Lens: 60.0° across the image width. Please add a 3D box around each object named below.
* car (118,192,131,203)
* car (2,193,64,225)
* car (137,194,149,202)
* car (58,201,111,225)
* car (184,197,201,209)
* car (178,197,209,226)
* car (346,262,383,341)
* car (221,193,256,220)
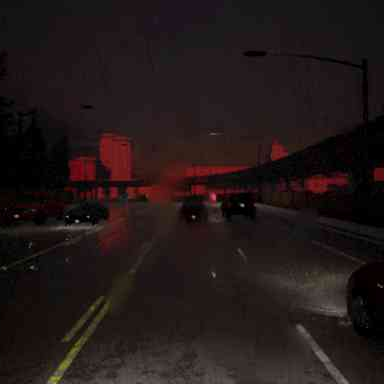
[{"bbox_3d":[-13.041,0.989,64.093,2.150,2.045,5.566,0,-1,-12],"label":"car"},{"bbox_3d":[-10.598,1.080,22.850,2.150,2.045,5.566,0,0,0],"label":"car"},{"bbox_3d":[-9.681,1.135,65.085,2.097,1.767,4.553,0,-1,-12],"label":"car"},{"bbox_3d":[-7.100,1.404,23.206,2.033,1.411,5.357,0,0,0],"label":"car"},{"bbox_3d":[0.073,1.310,41.218,1.994,1.385,4.181,0,0,0],"label":"car"},{"bbox_3d":[0.101,1.339,22.433,1.882,1.535,5.008,0,0,0],"label":"car"},{"bbox_3d":[3.600,1.328,3.656,2.097,1.767,4.553,0,0,0],"label":"car"},{"bbox_3d":[3.601,1.058,26.446,2.150,2.045,5.566,0,0,0],"label":"car"}]
